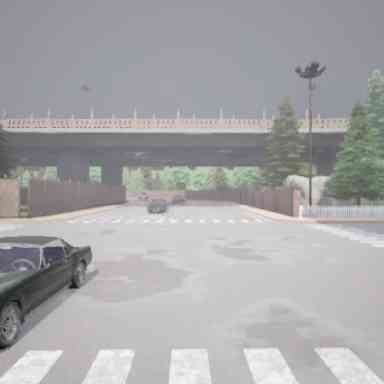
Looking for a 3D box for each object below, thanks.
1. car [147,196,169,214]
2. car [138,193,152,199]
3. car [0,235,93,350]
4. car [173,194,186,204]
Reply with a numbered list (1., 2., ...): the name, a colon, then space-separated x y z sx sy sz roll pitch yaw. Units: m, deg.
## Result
1. car: -3.439 1.501 34.374 1.837 1.490 4.892 0 2 1
2. car: -11.301 1.012 82.270 2.150 2.045 5.566 0 0 -40
3. car: -3.488 1.586 6.321 1.895 1.301 4.718 0 0 0
4. car: -2.272 1.210 59.271 2.097 1.767 4.553 0 0 -8
